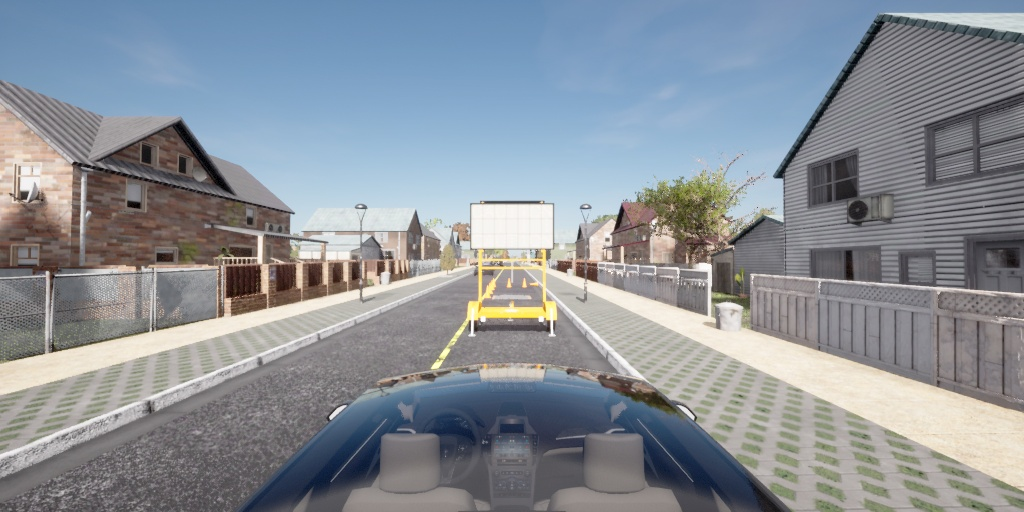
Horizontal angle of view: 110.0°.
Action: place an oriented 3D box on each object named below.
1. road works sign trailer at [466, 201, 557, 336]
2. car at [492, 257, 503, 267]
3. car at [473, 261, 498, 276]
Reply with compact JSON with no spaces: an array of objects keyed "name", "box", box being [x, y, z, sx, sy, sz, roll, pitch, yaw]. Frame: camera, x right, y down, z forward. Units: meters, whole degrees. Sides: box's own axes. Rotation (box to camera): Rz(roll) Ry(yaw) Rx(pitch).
[{"name":"road works sign trailer","box":[0.007,0.220,10.362,2.380,3.560,2.880,0,0,0]},{"name":"car","box":[-2.801,1.143,65.322,2.150,2.045,5.566,0,0,0]},{"name":"car","box":[-2.877,1.376,37.609,1.994,1.385,4.181,0,0,0]}]
